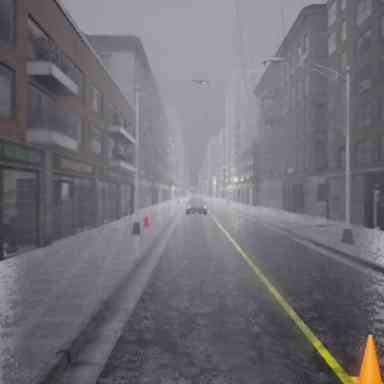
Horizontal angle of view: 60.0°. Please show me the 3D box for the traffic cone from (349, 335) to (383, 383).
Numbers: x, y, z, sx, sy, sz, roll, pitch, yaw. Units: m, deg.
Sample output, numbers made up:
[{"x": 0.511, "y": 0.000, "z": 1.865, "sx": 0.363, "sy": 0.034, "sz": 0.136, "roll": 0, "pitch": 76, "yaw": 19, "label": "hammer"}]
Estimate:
[{"x": 2.085, "y": 1.971, "z": 3.892, "sx": 0.340, "sy": 0.580, "sz": 0.340, "roll": 0, "pitch": 0, "yaw": 0, "label": "traffic cone"}]

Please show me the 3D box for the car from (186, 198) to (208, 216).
[{"x": 0.450, "y": 1.405, "z": 33.411, "sx": 2.097, "sy": 1.767, "sz": 4.553, "roll": 0, "pitch": 0, "yaw": 0, "label": "car"}]
